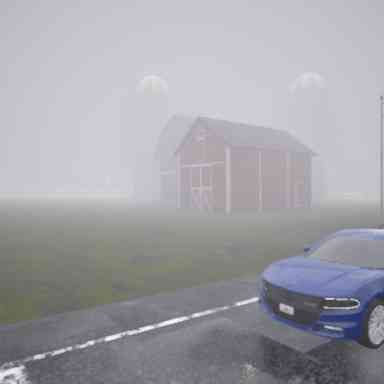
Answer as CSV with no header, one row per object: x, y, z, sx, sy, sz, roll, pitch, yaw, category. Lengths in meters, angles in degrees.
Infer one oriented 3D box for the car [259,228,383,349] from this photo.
3.446,1.488,6.452,5.008,1.535,1.882,0,0,-36,car
